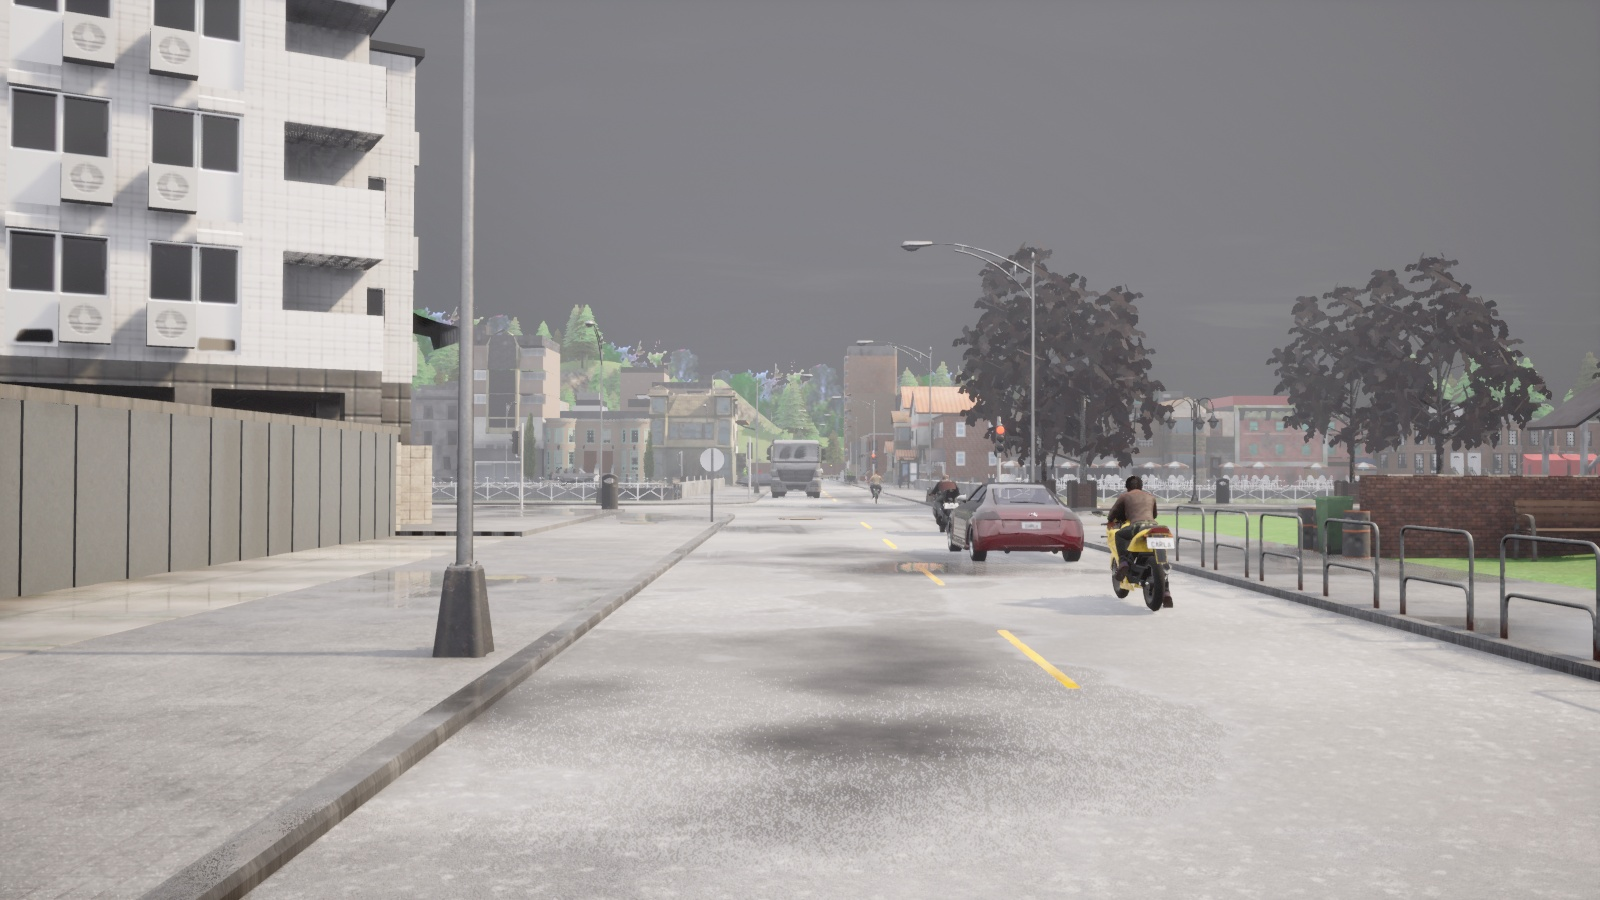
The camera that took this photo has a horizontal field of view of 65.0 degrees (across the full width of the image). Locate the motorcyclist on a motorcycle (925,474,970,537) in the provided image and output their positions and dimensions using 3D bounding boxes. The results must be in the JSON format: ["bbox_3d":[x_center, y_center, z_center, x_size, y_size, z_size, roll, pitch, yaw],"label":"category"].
[{"bbox_3d":[3.677,1.362,31.448,0.866,1.530,2.191,0,-1,0],"label":"motorcyclist on a motorcycle"}]

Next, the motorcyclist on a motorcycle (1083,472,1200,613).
[{"bbox_3d":[3.957,1.028,14.727,0.797,1.523,2.044,0,-1,0],"label":"motorcyclist on a motorcycle"}]

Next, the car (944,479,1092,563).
[{"bbox_3d":[3.933,1.254,23.348,1.994,1.385,4.181,0,-1,0],"label":"car"}]

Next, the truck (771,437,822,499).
[{"bbox_3d":[-0.218,1.085,74.708,2.891,3.462,7.936,0,-1,0],"label":"truck"}]
